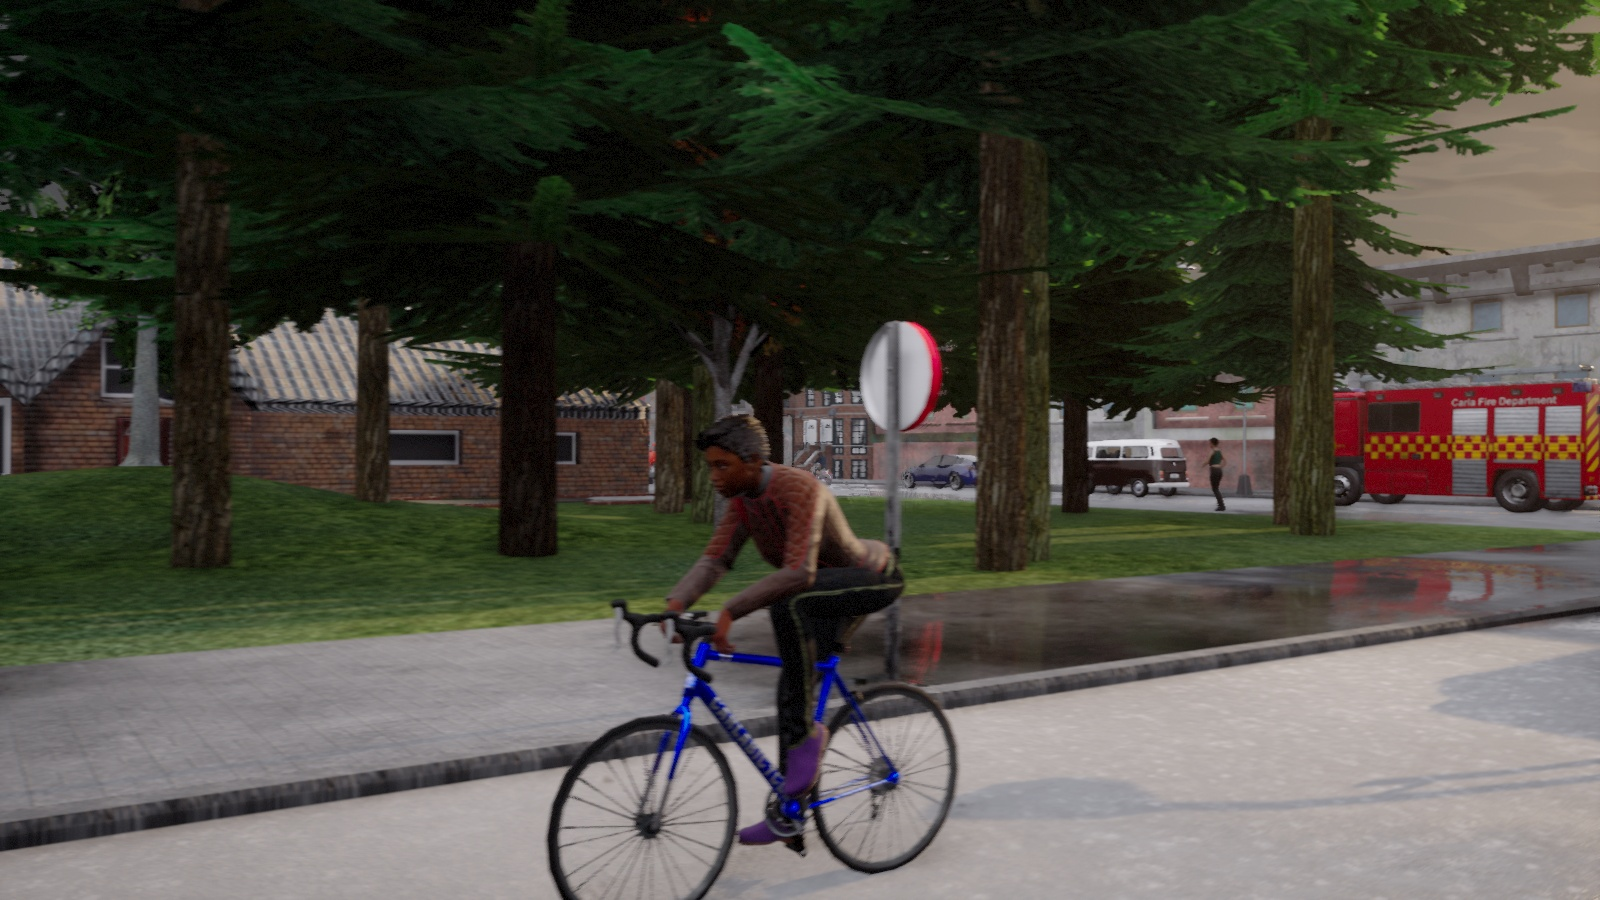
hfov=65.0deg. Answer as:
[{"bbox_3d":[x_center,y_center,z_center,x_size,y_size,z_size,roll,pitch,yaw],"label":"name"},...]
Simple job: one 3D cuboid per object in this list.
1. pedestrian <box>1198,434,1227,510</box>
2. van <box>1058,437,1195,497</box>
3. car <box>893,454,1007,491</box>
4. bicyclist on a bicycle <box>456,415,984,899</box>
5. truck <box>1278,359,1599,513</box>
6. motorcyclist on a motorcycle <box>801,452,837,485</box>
[{"bbox_3d":[10.135,0.536,30.859,0.345,1.836,0.594,0,0,-31],"label":"pedestrian"},{"bbox_3d":[11.632,0.591,45.012,2.069,2.038,4.480,0,0,-34],"label":"van"},{"bbox_3d":[6.251,0.898,52.841,2.163,1.488,4.792,0,0,-35],"label":"car"},{"bbox_3d":[-0.214,0.710,4.120,1.656,1.620,0.582,0,0,-35],"label":"bicyclist on a bicycle"},{"bbox_3d":[18.163,-0.334,35.599,2.891,3.827,8.468,0,0,-35],"label":"truck"},{"bbox_3d":[0.920,0.882,60.597,0.866,1.590,1.817,0,0,-35],"label":"motorcyclist on a motorcycle"}]
